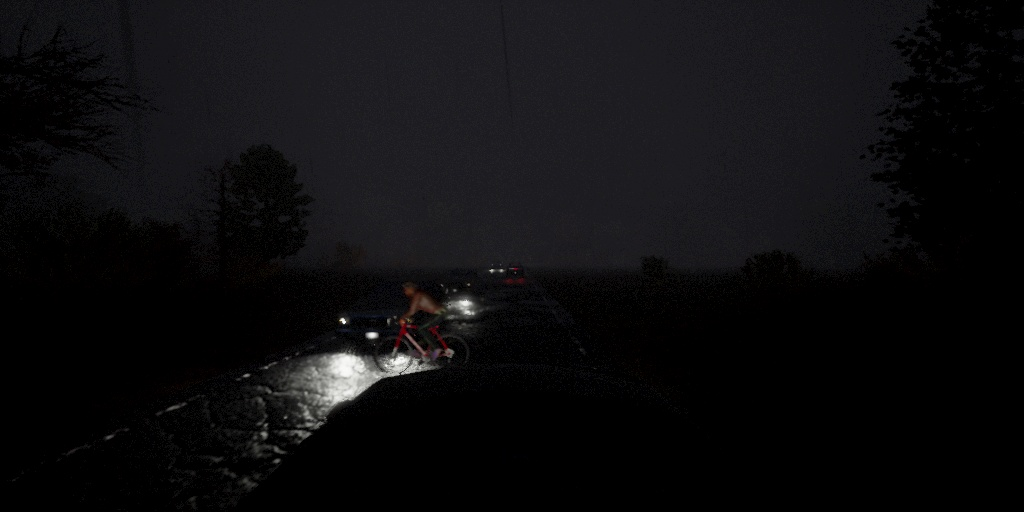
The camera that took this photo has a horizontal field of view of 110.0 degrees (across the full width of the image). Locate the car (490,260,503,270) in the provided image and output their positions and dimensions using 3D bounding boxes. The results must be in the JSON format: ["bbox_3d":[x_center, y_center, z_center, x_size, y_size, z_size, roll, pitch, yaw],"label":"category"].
[{"bbox_3d":[-2.623,1.503,63.119,2.097,1.767,4.553,0,0,1],"label":"car"}]

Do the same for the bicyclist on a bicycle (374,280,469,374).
[{"bbox_3d":[-1.568,1.235,6.161,1.656,1.620,0.582,-2,0,0],"label":"bicyclist on a bicycle"}]

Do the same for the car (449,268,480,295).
[{"bbox_3d":[-2.961,1.431,21.315,2.033,1.411,5.357,0,0,0],"label":"car"}]

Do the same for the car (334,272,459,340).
[{"bbox_3d":[-3.050,1.357,10.467,2.033,1.411,5.357,0,0,0],"label":"car"}]

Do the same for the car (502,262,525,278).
[{"bbox_3d":[0.351,1.484,37.975,2.128,1.511,4.902,0,0,0],"label":"car"}]
